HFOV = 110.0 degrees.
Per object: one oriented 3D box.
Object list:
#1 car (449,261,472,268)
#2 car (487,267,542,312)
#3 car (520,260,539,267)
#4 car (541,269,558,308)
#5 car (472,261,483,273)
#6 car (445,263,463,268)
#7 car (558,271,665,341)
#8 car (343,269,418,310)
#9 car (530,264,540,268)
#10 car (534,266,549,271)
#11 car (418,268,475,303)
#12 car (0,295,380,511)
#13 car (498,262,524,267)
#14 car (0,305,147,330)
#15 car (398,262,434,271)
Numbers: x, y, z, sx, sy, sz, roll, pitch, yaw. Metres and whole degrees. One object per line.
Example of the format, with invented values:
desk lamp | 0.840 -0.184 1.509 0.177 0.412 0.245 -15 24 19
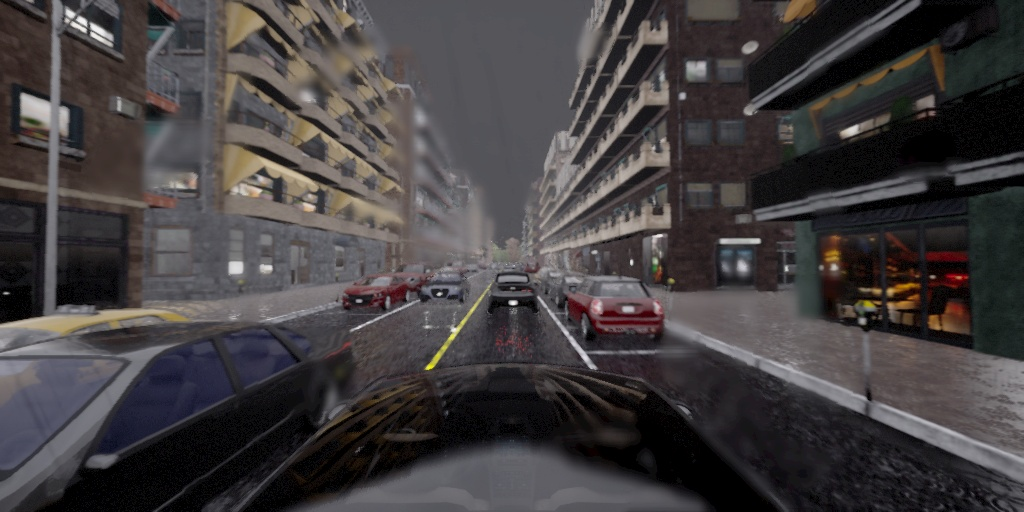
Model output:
car | -5.919 1.484 37.981 2.192 1.841 5.009 0 0 0
car | 0.025 1.397 14.944 1.837 1.490 4.892 0 0 0
car | 2.424 1.503 43.573 2.192 1.841 5.009 0 0 0
car | 2.615 1.437 15.737 2.007 1.370 4.403 0 0 0
car | -6.033 1.918 54.684 1.948 1.339 4.313 0 0 0
car | -5.880 1.634 32.244 1.751 1.417 4.829 0 0 0
car | 2.653 1.267 10.169 1.967 1.591 4.097 0 0 0
car | -5.766 1.473 15.712 1.888 1.381 4.507 0 0 0
car | 2.538 1.532 27.041 1.751 1.417 4.829 0 0 0
car | 2.577 1.497 21.304 2.007 1.370 4.403 0 0 0
car | -3.188 1.501 17.800 1.994 1.385 4.181 0 -1 0
car | -3.093 1.326 2.880 2.033 1.411 5.357 0 -1 0
car | -0.152 1.644 38.984 2.128 1.511 4.902 0 0 0
car | -5.688 1.335 4.407 1.751 1.417 4.829 0 0 0
car | -5.804 1.303 21.280 2.192 1.841 5.009 0 0 0
